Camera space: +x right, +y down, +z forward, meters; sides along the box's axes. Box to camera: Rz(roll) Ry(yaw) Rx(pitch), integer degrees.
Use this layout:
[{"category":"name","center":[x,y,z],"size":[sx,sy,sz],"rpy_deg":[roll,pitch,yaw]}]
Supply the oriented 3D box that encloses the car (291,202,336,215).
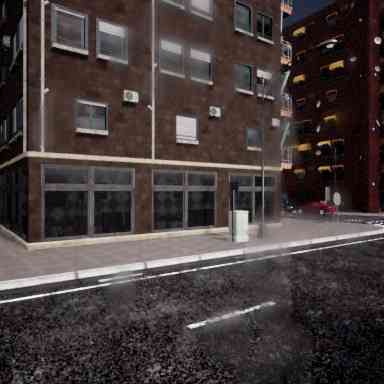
[{"category":"car","center":[13.970,1.828,37.607],"size":[1.887,1.381,4.507],"rpy_deg":[-1,0,-36]}]

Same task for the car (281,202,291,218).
[{"category":"car","center":[7.205,1.862,32.719],"size":[1.802,1.307,4.206],"rpy_deg":[-1,0,-36]}]

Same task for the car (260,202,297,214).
[{"category":"car","center":[10.853,1.920,41.920],"size":[1.947,1.339,4.313],"rpy_deg":[-1,0,-36]}]
